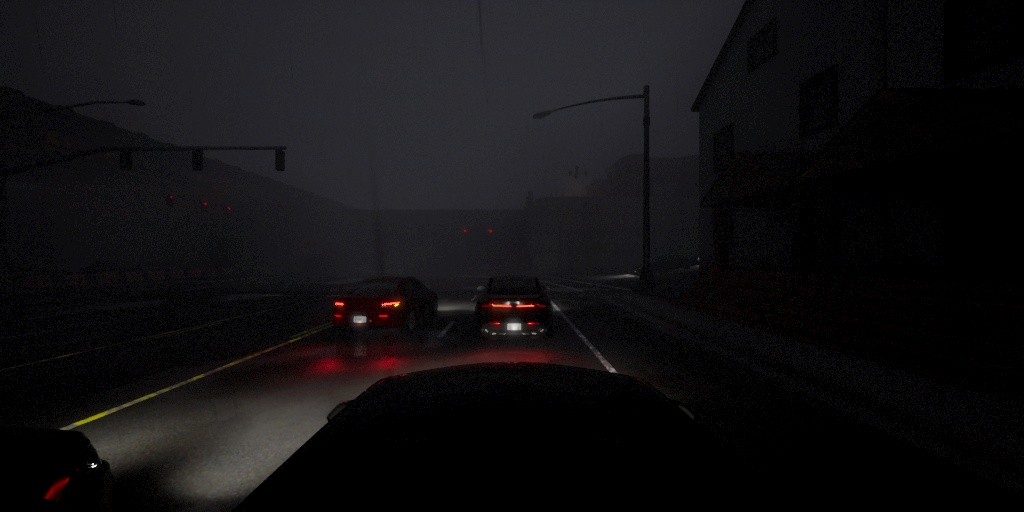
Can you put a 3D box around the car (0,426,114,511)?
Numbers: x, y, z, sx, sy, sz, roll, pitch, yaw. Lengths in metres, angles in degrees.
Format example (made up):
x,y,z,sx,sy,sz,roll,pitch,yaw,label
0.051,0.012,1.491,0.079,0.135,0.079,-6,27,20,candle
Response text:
x,y,z,sx,sy,sz,roll,pitch,yaw,label
-3.401,1.255,0.168,1.837,1.490,4.892,0,0,0,car

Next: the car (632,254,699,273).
x,y,z,sx,sy,sz,roll,pitch,yaw,label
13.035,0.603,30.422,5.357,1.411,2.033,-7,0,-1,car

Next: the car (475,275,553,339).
x,y,z,sx,sy,sz,roll,pitch,yaw,label
0.044,1.255,10.034,1.837,1.490,4.892,0,0,0,car

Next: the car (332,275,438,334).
x,y,z,sx,sy,sz,roll,pitch,yaw,label
-3.451,1.276,10.451,1.812,1.442,4.674,0,0,0,car
